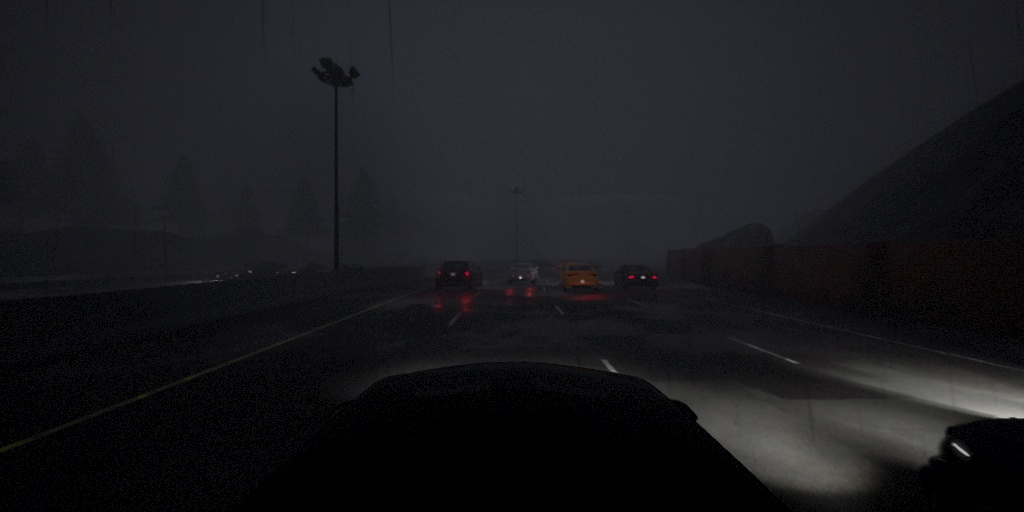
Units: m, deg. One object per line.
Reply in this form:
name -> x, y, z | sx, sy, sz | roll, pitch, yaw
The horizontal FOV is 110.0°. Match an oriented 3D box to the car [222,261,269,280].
car -> -20.034, 1.179, 28.987 | 2.128, 1.511, 4.902 | 0, 0, 8

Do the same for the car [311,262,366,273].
car -> -13.103, 1.280, 28.161 | 1.895, 1.301, 4.718 | 0, 0, 8

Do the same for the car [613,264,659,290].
car -> 7.441, 1.214, 21.946 | 2.033, 1.411, 5.357 | 0, 0, 7

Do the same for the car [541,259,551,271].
car -> 3.771, 1.079, 46.301 | 2.128, 1.511, 4.902 | 0, 0, 27

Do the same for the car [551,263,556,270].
car -> 7.124, 1.062, 45.479 | 1.882, 1.535, 5.008 | -1, 0, 29

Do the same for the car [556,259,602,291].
car -> 3.830, 1.154, 20.988 | 1.882, 1.535, 5.008 | 0, 0, 4

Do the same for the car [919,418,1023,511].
car -> 3.613, 1.274, 0.360 | 1.812, 1.442, 4.674 | 0, 0, 0

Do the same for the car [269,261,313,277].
car -> -16.556, 1.208, 28.666 | 1.812, 1.442, 4.674 | 0, 0, 8

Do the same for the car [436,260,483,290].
car -> -3.074, 1.036, 21.847 | 2.097, 1.767, 4.553 | 0, 0, 5

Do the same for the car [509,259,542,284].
car -> 0.903, 1.189, 25.978 | 1.812, 1.442, 4.674 | 0, 0, 9

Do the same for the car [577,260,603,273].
car -> 9.141, 1.196, 41.630 | 1.895, 1.301, 4.718 | 0, 0, 26

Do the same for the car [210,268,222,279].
car -> -23.227, 1.231, 31.468 | 2.033, 1.411, 5.357 | 0, 0, 10
